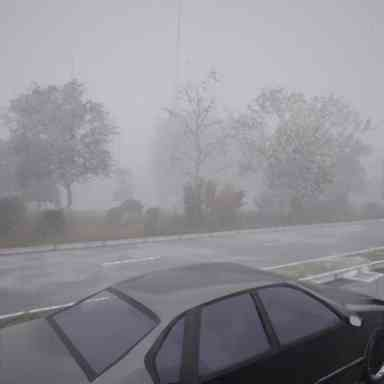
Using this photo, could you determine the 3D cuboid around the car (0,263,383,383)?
[{"bbox_3d":[0.361,1.568,3.697,5.357,1.411,2.033,1,0,-36],"label":"car"}]
